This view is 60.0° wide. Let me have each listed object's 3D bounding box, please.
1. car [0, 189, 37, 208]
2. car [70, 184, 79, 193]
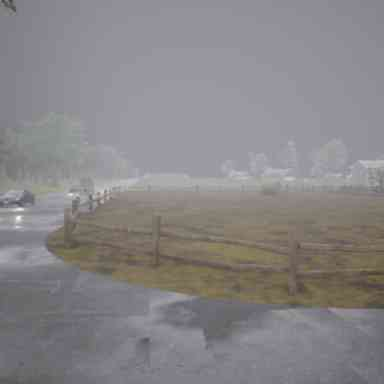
[{"bbox_3d":[-14.872,0.475,28.403,1.812,1.442,4.674,0,2,-8],"label":"car"},{"bbox_3d":[-18.107,-0.566,53.198,2.033,1.411,5.357,0,2,-7],"label":"car"}]
